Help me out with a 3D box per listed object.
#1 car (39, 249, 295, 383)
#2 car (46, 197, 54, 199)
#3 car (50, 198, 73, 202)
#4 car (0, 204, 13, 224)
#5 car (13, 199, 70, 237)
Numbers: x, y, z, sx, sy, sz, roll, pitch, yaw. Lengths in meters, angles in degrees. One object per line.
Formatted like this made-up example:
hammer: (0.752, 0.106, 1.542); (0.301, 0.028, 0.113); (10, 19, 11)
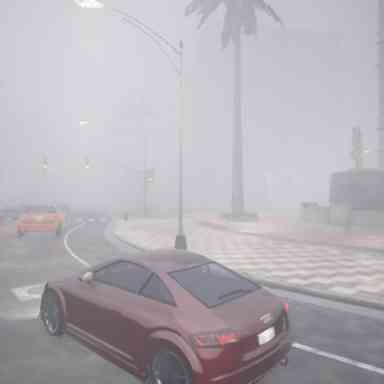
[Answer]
car: (-0.630, 1.597, 5.113); (4.181, 1.385, 1.994); (0, 0, 43)
car: (-32.818, 1.949, 77.130); (2.161, 1.482, 4.786); (0, 0, -10)
car: (-15.985, 1.792, 39.791); (1.994, 1.385, 4.181); (0, 0, -10)
car: (-13.464, 1.650, 25.971); (1.837, 1.490, 4.892); (0, 0, -11)
car: (-8.475, 1.462, 19.177); (2.097, 1.767, 4.553); (0, 0, -16)
